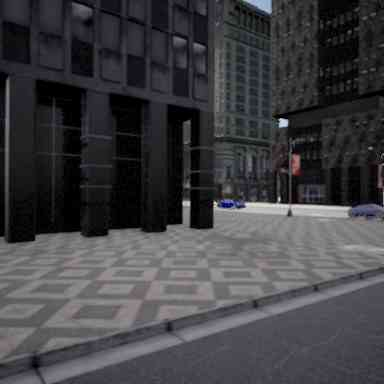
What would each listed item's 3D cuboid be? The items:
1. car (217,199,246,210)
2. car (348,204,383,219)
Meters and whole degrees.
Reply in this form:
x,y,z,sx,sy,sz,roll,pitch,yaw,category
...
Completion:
x,y,z,sx,sy,sz,roll,pitch,yaw,category
5.787,1.755,48.733,1.882,1.535,5.008,0,0,-35,car
17.440,1.846,32.286,1.994,1.385,4.181,0,0,-35,car
